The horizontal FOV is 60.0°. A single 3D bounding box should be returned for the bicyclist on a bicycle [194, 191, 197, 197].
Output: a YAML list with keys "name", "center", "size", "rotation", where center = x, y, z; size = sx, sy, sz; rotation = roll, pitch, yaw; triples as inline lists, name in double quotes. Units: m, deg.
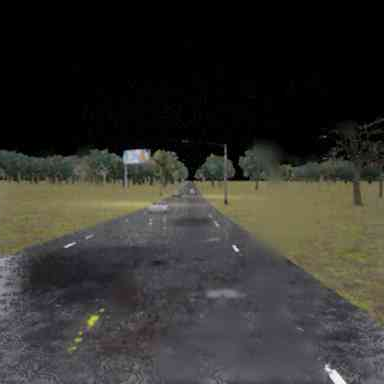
- name: "bicyclist on a bicycle"
  center: [1.017, 0.541, 92.167]
  size: [0.659, 1.776, 1.843]
  rotation: [0, 1, 0]

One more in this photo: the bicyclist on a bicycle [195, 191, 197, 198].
- name: "bicyclist on a bicycle"
  center: [1.012, 0.724, 83.171]
  size: [0.659, 1.776, 1.843]
  rotation: [0, 1, 0]

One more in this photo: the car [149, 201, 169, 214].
- name: "car"
  center: [-3.573, 1.651, 36.273]
  size: [1.895, 1.301, 4.718]
  rotation: [0, 0, 0]

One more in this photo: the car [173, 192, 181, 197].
- name: "car"
  center: [-3.453, 0.734, 77.329]
  size: [1.882, 1.535, 5.008]
  rotation: [0, 1, 0]
